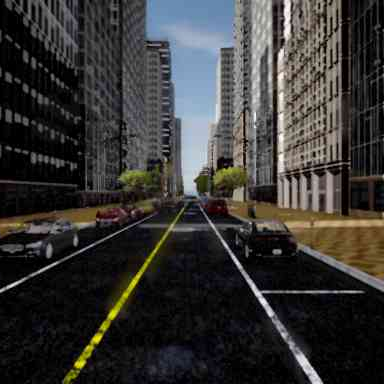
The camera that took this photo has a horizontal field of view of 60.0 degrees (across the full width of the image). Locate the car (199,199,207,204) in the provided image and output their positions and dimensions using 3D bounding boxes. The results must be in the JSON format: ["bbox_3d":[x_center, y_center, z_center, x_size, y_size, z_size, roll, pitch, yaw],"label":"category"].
[{"bbox_3d":[2.755,2.409,86.581,2.008,1.369,4.403,-1,-1,0],"label":"car"}]

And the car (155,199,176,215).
[{"bbox_3d":[-2.967,1.896,40.264,1.837,1.490,4.892,0,-1,0],"label":"car"}]

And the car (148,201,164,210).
[{"bbox_3d":[-5.654,2.090,52.487,1.947,1.339,4.313,-1,-1,0],"label":"car"}]

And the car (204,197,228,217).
[{"bbox_3d":[2.710,1.670,35.433,2.192,1.841,5.009,-1,-1,0],"label":"car"}]

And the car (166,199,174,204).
[{"bbox_3d":[-5.626,2.440,86.587,1.802,1.307,4.206,-1,-1,0],"label":"car"}]

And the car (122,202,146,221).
[{"bbox_3d":[-5.674,1.739,29.755,1.967,1.590,4.097,-1,-1,0],"label":"car"}]

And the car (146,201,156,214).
[{"bbox_3d":[-5.664,1.935,40.951,1.752,1.417,4.829,-1,-1,0],"label":"car"}]

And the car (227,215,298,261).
[{"bbox_3d":[2.694,1.679,12.696,2.008,1.369,4.403,-1,-1,0],"label":"car"}]

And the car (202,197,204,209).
[{"bbox_3d":[2.715,1.727,41.117,2.192,1.841,5.009,-1,-1,0],"label":"car"}]

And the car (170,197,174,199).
[{"bbox_3d":[-5.636,2.187,75.222,1.967,1.590,4.097,-1,-1,0],"label":"car"}]

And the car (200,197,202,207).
[{"bbox_3d":[2.726,1.964,52.482,1.967,1.590,4.097,-1,-1,0],"label":"car"}]

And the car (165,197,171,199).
[{"bbox_3d":[-5.645,2.187,63.854,2.008,1.369,4.403,-1,-1,0],"label":"car"}]

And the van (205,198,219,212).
[{"bbox_3d":[2.720,1.809,46.799,1.690,1.788,3.998,-1,-1,0],"label":"van"}]

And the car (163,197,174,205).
[{"bbox_3d":[-5.633,2.117,80.907,2.192,1.841,5.009,-1,-1,0],"label":"car"}]

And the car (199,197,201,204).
[{"bbox_3d":[2.734,2.076,63.848,1.967,1.590,4.097,-1,-1,0],"label":"car"}]

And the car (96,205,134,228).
[{"bbox_3d":[-5.678,1.824,24.070,1.802,1.307,4.206,-1,-1,0],"label":"car"}]

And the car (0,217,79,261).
[{"bbox_3d":[-5.687,1.679,12.703,2.008,1.369,4.403,-1,-1,0],"label":"car"}]
